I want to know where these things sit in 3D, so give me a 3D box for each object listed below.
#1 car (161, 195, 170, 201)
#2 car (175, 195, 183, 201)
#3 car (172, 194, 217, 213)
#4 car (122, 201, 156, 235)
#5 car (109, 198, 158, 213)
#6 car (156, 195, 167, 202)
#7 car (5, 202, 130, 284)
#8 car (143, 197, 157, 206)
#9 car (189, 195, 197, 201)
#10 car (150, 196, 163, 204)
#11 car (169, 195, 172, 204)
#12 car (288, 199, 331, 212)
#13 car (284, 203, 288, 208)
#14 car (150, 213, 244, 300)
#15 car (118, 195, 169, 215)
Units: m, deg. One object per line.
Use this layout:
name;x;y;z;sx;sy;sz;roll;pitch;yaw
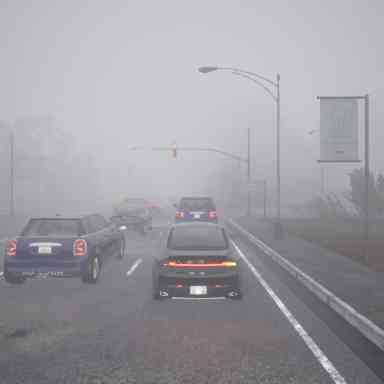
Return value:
car;-6.806;1.494;85.166;1.837;1.490;4.892;0;0;0
car;-3.301;1.478;87.089;1.882;1.535;5.008;0;0;0
car;0.165;1.221;18.211;2.150;2.045;5.566;0;0;-2
car;-3.358;1.505;18.738;1.837;1.490;4.892;0;0;0
car;-6.295;1.477;36.128;5.008;1.535;1.882;0;0;3
car;-6.829;1.478;75.209;1.882;1.535;5.008;0;0;0
car;-3.378;1.352;9.778;2.097;1.767;4.553;0;0;0
car;-6.958;1.526;55.704;1.812;1.442;4.674;0;0;0
car;0.196;1.471;85.913;1.882;1.535;5.008;0;0;0
car;-6.887;1.547;65.431;2.033;1.411;5.357;0;0;1
car;-3.260;1.352;63.393;2.097;1.767;4.553;0;0;0
car;14.140;1.505;38.629;4.892;1.490;1.837;0;0;3
car;14.550;1.547;42.112;5.357;1.411;2.033;0;0;3
car;0.119;1.505;8.363;1.837;1.490;4.892;0;0;0
car;-4.913;1.352;32.538;4.553;1.767;2.097;0;0;3
